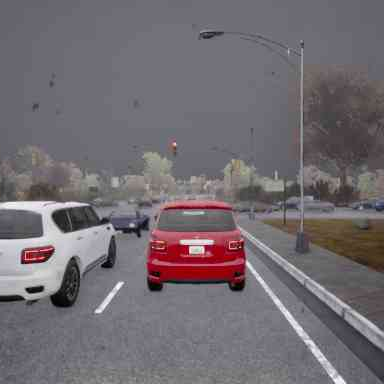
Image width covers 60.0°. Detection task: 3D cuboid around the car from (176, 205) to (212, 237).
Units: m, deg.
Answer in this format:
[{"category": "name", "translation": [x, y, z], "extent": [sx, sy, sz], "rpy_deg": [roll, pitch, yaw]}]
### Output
[{"category": "car", "translation": [0.087, 1.526, 18.847], "extent": [1.812, 1.442, 4.674], "rpy_deg": [0, 0, 0]}]

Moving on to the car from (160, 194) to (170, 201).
[{"category": "car", "translation": [-7.057, 1.346, 87.550], "extent": [2.097, 1.767, 4.553], "rpy_deg": [0, 0, 0]}]

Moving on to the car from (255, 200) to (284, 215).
[{"category": "car", "translation": [6.279, 1.547, 34.224], "extent": [5.357, 1.411, 2.033], "rpy_deg": [0, 0, 7]}]

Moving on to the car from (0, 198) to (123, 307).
[{"category": "car", "translation": [-3.406, 1.221, 8.092], "extent": [2.150, 2.045, 5.566], "rpy_deg": [0, 0, 0]}]

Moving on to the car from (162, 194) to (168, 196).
[{"category": "car", "translation": [-7.053, 1.355, 73.204], "extent": [2.097, 1.767, 4.553], "rpy_deg": [0, 0, 0]}]

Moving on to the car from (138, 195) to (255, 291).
[{"category": "car", "translation": [0.091, 1.221, 9.153], "extent": [2.150, 2.045, 5.566], "rpy_deg": [0, 0, 0]}]

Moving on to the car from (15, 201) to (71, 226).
[{"category": "car", "translation": [-10.617, 1.505, 24.174], "extent": [1.837, 1.490, 4.892], "rpy_deg": [0, 0, 0]}]

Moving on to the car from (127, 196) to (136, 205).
[{"category": "car", "translation": [-10.611, 1.490, 60.868], "extent": [2.128, 1.511, 4.902], "rpy_deg": [0, 0, 0]}]

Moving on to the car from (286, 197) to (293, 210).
[{"category": "car", "translation": [12.602, 1.352, 41.081], "extent": [4.553, 1.767, 2.097], "rpy_deg": [0, 0, 3]}]

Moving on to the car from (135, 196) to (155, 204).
[{"category": "car", "translation": [-6.749, 1.601, 47.810], "extent": [1.895, 1.301, 4.718], "rpy_deg": [0, 0, -5]}]

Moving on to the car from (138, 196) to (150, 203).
[{"category": "car", "translation": [-10.553, 1.595, 73.151], "extent": [1.895, 1.301, 4.718], "rpy_deg": [0, 0, 0]}]

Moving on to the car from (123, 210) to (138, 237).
[{"category": "car", "translation": [-3.412, 1.601, 17.860], "extent": [1.895, 1.301, 4.718], "rpy_deg": [0, 0, 0]}]

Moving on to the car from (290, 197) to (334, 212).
[{"category": "car", "translation": [13.750, 1.564, 37.511], "extent": [4.181, 1.385, 1.994], "rpy_deg": [0, 0, 3]}]

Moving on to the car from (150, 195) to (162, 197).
[{"category": "car", "translation": [-7.112, 1.600, 61.428], "extent": [1.895, 1.301, 4.718], "rpy_deg": [0, 0, 0]}]

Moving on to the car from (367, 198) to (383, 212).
[{"category": "car", "translation": [23.085, 1.212, 37.008], "extent": [5.566, 2.045, 2.150], "rpy_deg": [0, 0, 3]}]

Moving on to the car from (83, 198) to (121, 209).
[{"category": "car", "translation": [-12.426, 1.547, 46.309], "extent": [2.033, 1.411, 5.357], "rpy_deg": [0, 0, 26]}]

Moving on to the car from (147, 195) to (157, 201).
[{"category": "car", "translation": [-10.557, 1.544, 87.528], "extent": [1.994, 1.385, 4.181], "rpy_deg": [0, 0, 0]}]

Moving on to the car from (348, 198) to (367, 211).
[{"category": "car", "translation": [21.732, 1.498, 40.588], "extent": [4.892, 1.490, 1.837], "rpy_deg": [0, 0, 3]}]
